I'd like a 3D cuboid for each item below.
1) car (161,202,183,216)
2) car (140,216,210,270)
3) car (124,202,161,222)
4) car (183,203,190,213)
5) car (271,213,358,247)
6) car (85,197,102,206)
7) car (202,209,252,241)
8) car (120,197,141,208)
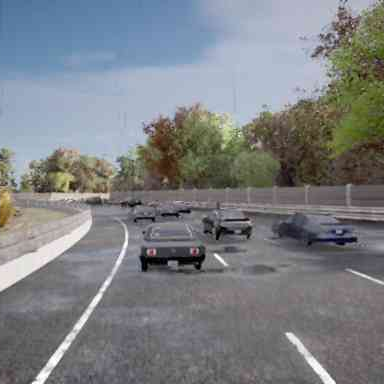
[{"bbox_3d":[-2.803,1.943,35.341,1.994,1.385,4.181,0,-1,-19],"label":"car"},{"bbox_3d":[-0.781,1.725,11.522,1.895,1.301,4.718,0,-1,-6],"label":"car"},{"bbox_3d":[-4.486,1.870,29.423,2.033,1.411,5.357,0,-1,-17],"label":"car"},{"bbox_3d":[-1.816,2.015,42.522,1.994,1.385,4.181,0,-1,-23],"label":"car"},{"bbox_3d":[5.623,1.700,16.062,2.033,1.411,5.357,0,-1,-9],"label":"car"},{"bbox_3d":[-22.423,2.083,75.501,2.150,2.045,5.566,0,-1,-38],"label":"car"},{"bbox_3d":[1.754,1.676,17.999,2.128,1.511,4.902,0,-1,-9],"label":"car"},{"bbox_3d":[-11.025,1.880,60.023,2.150,2.045,5.566,0,-1,-33],"label":"car"}]
